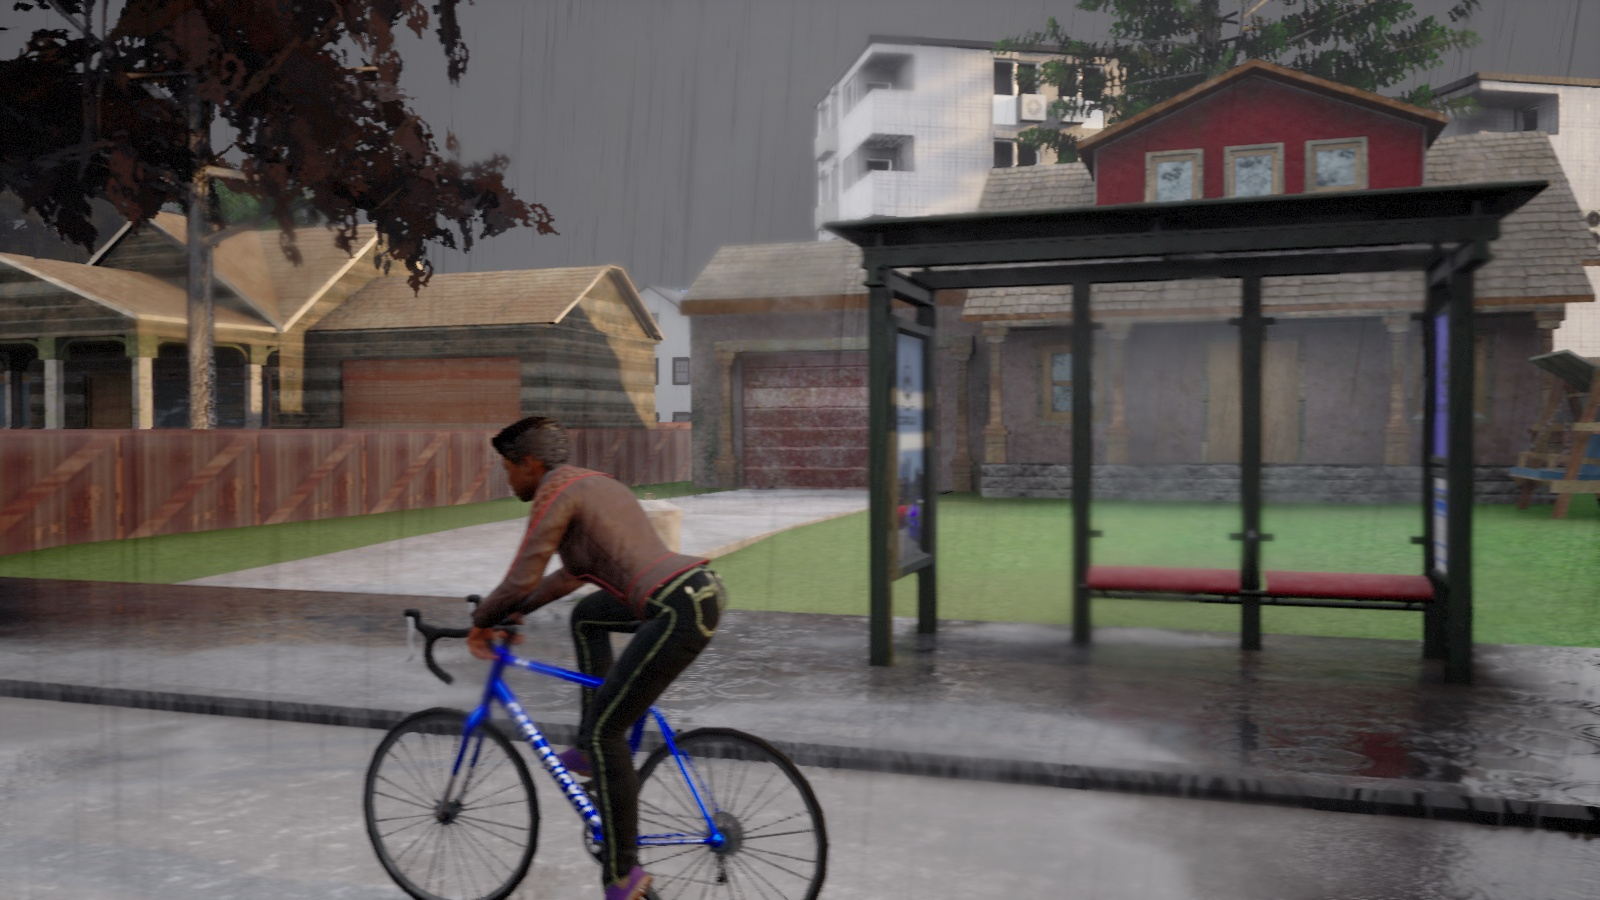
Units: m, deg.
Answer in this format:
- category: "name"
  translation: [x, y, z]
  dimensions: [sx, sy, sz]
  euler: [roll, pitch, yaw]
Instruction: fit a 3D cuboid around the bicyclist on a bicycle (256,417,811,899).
- category: "bicyclist on a bicycle"
  translation: [-0.843, 0.712, 3.997]
  dimensions: [1.656, 1.620, 0.582]
  euler: [0, 1, 19]
